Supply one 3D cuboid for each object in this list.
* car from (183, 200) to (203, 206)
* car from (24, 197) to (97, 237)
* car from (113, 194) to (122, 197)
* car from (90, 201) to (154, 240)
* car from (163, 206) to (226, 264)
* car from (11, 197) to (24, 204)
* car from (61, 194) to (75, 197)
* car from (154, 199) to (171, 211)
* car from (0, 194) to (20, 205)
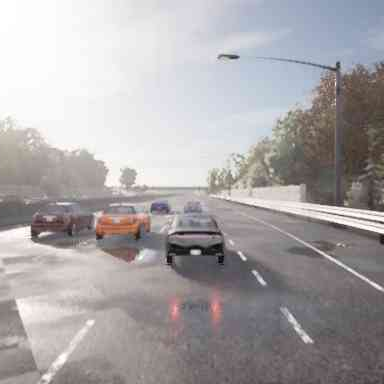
[{"bbox_3d":[0.106,1.536,33.075,2.033,1.411,5.357,0,0,0],"label":"car"},{"bbox_3d":[-6.899,1.342,18.229,2.097,1.767,4.553,0,0,0],"label":"car"},{"bbox_3d":[-17.486,1.152,78.029,1.812,1.442,4.674,0,0,0],"label":"car"},{"bbox_3d":[-3.393,1.340,17.181,2.097,1.767,4.553,0,0,0],"label":"car"},{"bbox_3d":[0.101,1.483,11.780,2.128,1.511,4.902,0,0,0],"label":"car"},{"bbox_3d":[-17.587,1.555,36.656,1.994,1.385,4.181,0,0,0],"label":"car"},{"bbox_3d":[-27.986,1.238,74.784,2.033,1.411,5.357,0,0,0],"label":"car"},{"bbox_3d":[-3.394,1.468,36.783,1.882,1.535,5.008,0,0,0],"label":"car"},{"bbox_3d":[-21.089,1.213,37.067,2.150,2.045,5.566,0,0,0],"label":"car"}]
